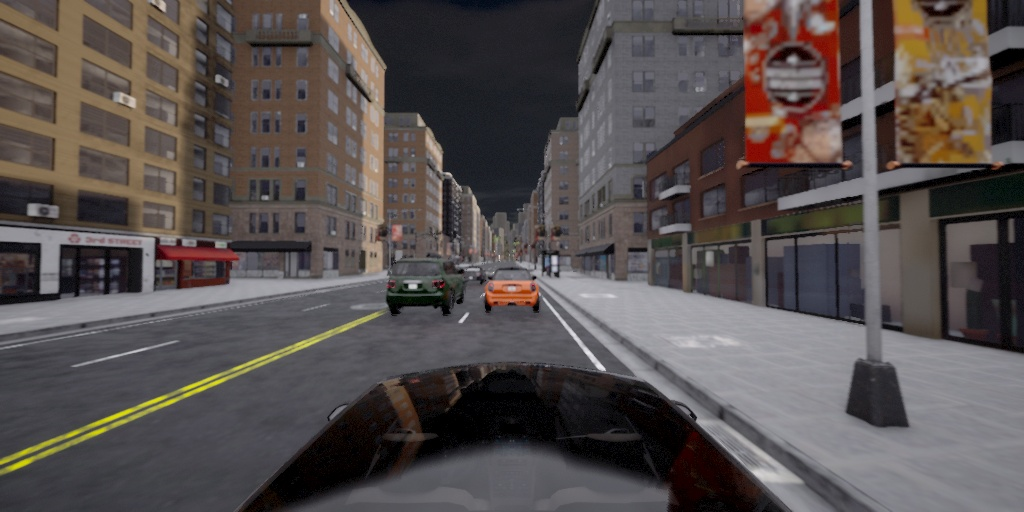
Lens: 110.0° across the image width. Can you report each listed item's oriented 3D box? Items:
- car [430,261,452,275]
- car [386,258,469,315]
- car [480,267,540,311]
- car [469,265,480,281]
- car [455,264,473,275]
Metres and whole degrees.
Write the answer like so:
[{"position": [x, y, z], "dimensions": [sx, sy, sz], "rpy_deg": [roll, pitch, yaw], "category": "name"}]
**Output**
[{"position": [-9.796, 1.614, 49.491], "dimensions": [2.097, 1.767, 4.553], "rpy_deg": [0, -1, 0], "category": "car"}, {"position": [-3.249, 1.108, 14.457], "dimensions": [2.150, 2.045, 5.566], "rpy_deg": [0, 0, 0], "category": "car"}, {"position": [0.009, 1.243, 15.286], "dimensions": [2.097, 1.767, 4.553], "rpy_deg": [0, -1, 0], "category": "car"}, {"position": [-3.245, 1.582, 30.749], "dimensions": [1.812, 1.442, 4.674], "rpy_deg": [0, 0, 0], "category": "car"}, {"position": [-6.550, 1.782, 48.987], "dimensions": [1.812, 1.442, 4.674], "rpy_deg": [0, -1, 1], "category": "car"}]
